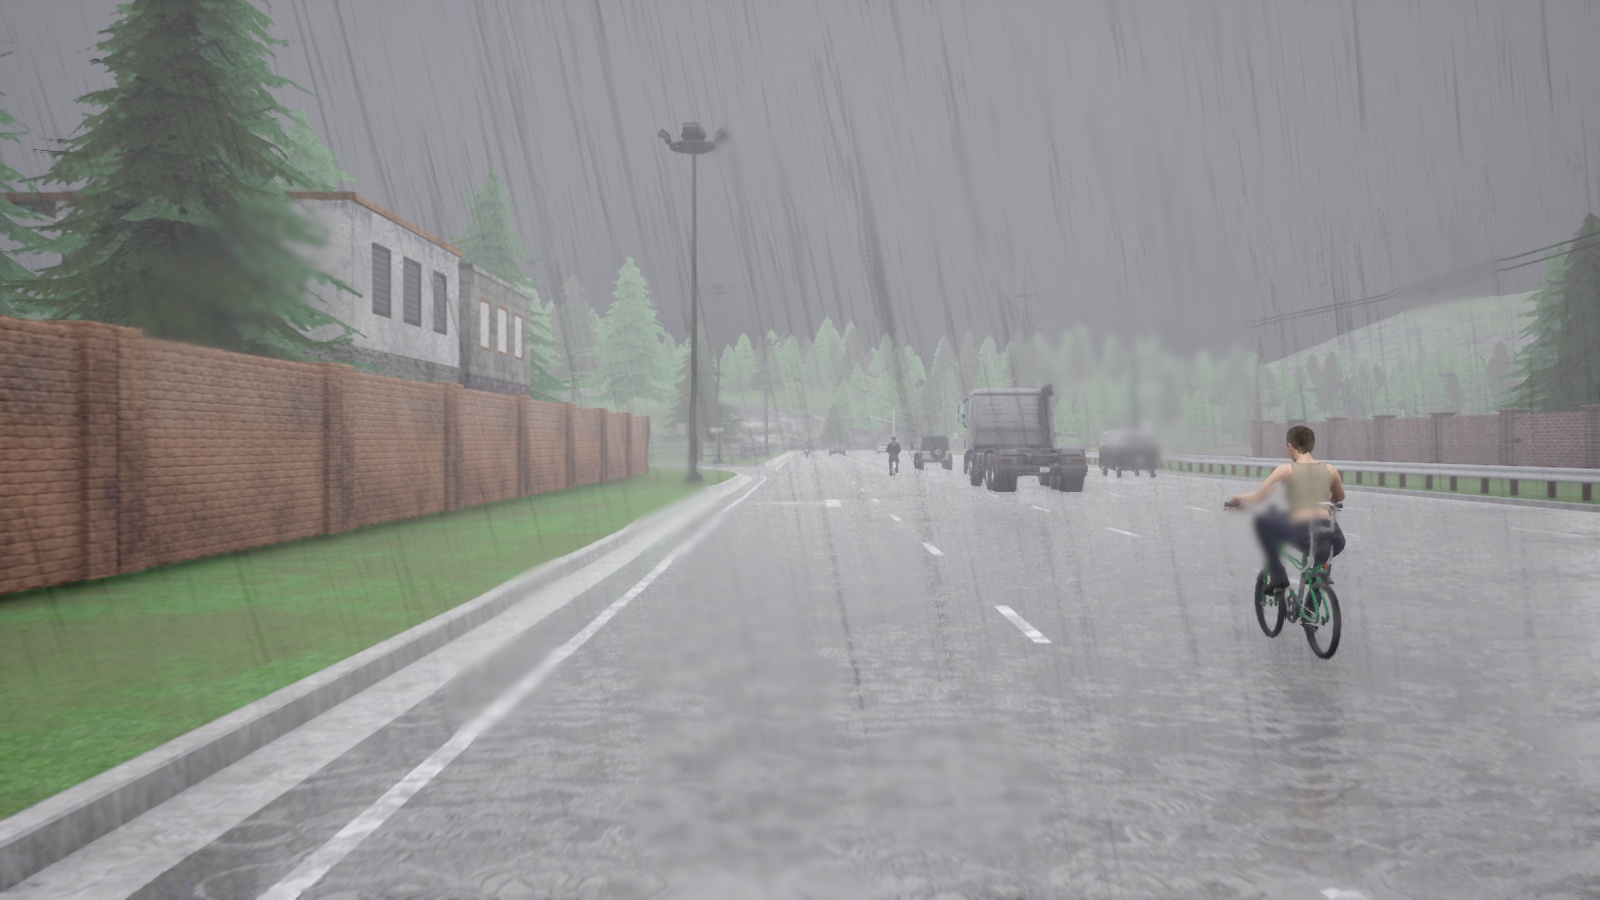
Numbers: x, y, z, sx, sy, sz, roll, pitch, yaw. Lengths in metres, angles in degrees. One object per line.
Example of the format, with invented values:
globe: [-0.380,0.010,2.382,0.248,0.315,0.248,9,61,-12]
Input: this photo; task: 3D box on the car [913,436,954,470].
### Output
car: [7.412,0.154,70.057,1.905,1.878,3.866,0,0,0]

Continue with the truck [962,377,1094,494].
truck: [7.249,-0.461,41.079,2.891,3.462,7.936,0,0,0]

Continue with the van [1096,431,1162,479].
van: [14.327,0.201,54.903,1.775,1.987,4.442,0,0,0]

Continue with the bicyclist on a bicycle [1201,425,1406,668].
bicyclist on a bicycle: [3.572,0.635,9.058,0.866,1.612,1.509,0,0,0]
